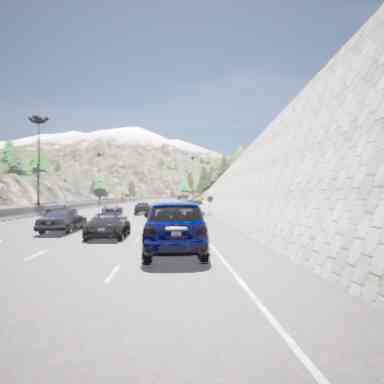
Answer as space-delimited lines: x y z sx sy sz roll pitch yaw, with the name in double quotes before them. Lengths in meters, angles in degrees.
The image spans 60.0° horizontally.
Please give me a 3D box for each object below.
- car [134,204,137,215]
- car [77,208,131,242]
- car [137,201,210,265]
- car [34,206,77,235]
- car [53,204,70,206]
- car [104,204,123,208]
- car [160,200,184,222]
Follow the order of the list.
"car" -5.975 2.001 40.752 1.837 1.490 4.892 0 -1 -4
"car" -4.496 1.798 17.980 1.994 1.385 4.181 0 -1 -4
"car" -0.637 1.366 12.520 2.150 2.045 5.566 0 -1 -4
"car" -8.214 1.845 21.186 2.033 1.411 5.357 0 -1 -4
"car" -12.412 1.938 31.855 2.128 1.511 4.902 0 -1 -4
"car" -9.398 2.108 39.459 1.895 1.301 4.718 0 -1 -4
"car" -1.857 1.713 31.334 2.097 1.767 4.553 0 -1 -4
